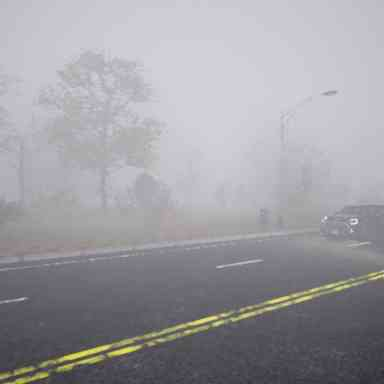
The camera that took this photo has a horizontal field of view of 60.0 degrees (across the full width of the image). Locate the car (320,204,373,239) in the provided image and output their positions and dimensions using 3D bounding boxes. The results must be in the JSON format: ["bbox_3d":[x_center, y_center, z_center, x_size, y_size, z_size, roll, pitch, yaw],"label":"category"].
[{"bbox_3d":[9.036,1.467,18.104,4.553,1.767,2.097,1,0,-35],"label":"car"}]

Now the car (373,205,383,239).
[{"bbox_3d":[11.088,1.338,15.578,5.566,2.045,2.150,1,0,-35],"label":"car"}]
